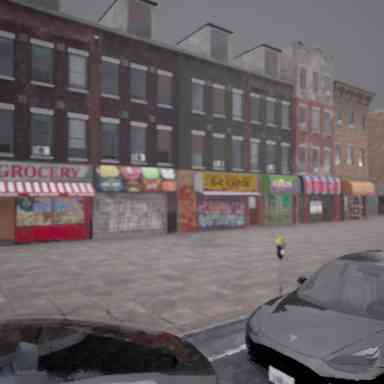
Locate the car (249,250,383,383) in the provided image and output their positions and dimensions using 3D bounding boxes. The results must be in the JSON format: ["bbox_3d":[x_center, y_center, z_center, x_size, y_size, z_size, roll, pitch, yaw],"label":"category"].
[{"bbox_3d":[2.709,1.601,4.742,4.313,1.339,1.947,1,0,-35],"label":"car"}]

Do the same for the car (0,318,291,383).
[{"bbox_3d":[-1.732,1.562,1.578,4.313,1.339,1.947,0,0,-35],"label":"car"}]
